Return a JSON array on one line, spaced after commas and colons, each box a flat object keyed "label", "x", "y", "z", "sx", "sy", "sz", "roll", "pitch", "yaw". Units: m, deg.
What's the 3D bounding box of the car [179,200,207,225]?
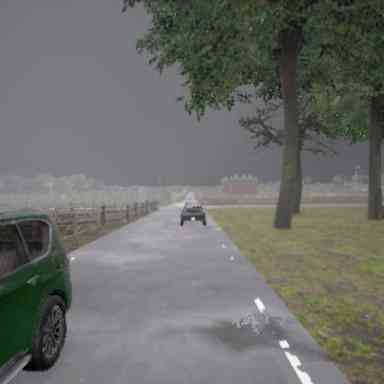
[{"label": "car", "x": 0.083, "y": 1.624, "z": 25.358, "sx": 1.837, "sy": 1.490, "sz": 4.892, "roll": 0, "pitch": -1, "yaw": 0}]

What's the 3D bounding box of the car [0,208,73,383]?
[{"label": "car", "x": -2.852, "y": 1.234, "z": 2.797, "sx": 2.150, "sy": 2.045, "sz": 5.566, "roll": 0, "pitch": 0, "yaw": 0}]
